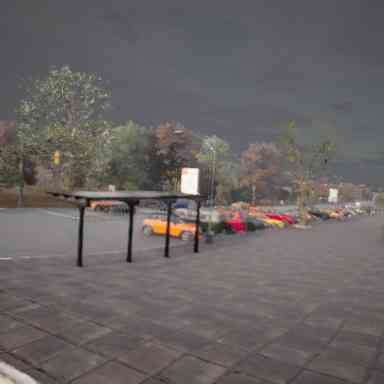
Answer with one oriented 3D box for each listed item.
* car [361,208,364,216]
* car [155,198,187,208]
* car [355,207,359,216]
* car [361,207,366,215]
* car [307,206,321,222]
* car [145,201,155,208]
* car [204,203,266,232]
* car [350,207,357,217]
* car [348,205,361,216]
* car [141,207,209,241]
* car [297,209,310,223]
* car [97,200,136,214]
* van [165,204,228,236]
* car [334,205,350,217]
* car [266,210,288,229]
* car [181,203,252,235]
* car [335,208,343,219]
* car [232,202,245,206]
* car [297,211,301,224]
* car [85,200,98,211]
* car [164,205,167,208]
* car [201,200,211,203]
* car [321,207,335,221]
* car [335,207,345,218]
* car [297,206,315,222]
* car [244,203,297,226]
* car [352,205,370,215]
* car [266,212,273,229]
[{"bbox_3d":[37.152,4.791,78.692,4.674,1.452,2.002,6,2,16],"label":"car"},{"bbox_3d":[-2.216,1.789,47.521,2.150,2.045,5.566,6,1,36],"label":"car"},{"bbox_3d":[33.659,4.584,73.819,4.674,1.452,2.002,6,2,16],"label":"car"},{"bbox_3d":[38.934,4.875,81.135,4.792,1.488,2.163,6,1,16],"label":"car"},{"bbox_3d":[16.171,3.386,49.451,4.553,1.767,2.185,6,1,16],"label":"car"},{"bbox_3d":[-4.955,1.878,48.873,1.994,1.385,4.181,6,2,36],"label":"car"},{"bbox_3d":[3.974,2.656,32.375,5.566,2.045,2.435,6,2,16],"label":"car"},{"bbox_3d":[31.908,4.436,71.386,5.008,1.535,2.097,6,1,16],"label":"car"},{"bbox_3d":[35.449,4.525,76.244,4.553,1.767,2.185,6,2,16],"label":"car"},{"bbox_3d":[-1.436,2.513,25.118,4.553,1.767,2.185,6,2,16],"label":"car"},{"bbox_3d":[12.697,3.337,44.563,4.892,1.521,2.231,6,2,16],"label":"car"},{"bbox_3d":[-8.478,1.823,38.917,1.994,1.385,4.181,6,2,36],"label":"car"},{"bbox_3d":[0.285,2.494,27.550,4.442,1.987,1.878,6,2,16],"label":"van"},{"bbox_3d":[26.668,3.859,64.062,5.566,2.045,2.435,6,2,16],"label":"car"},{"bbox_3d":[7.620,3.091,37.209,5.366,1.575,1.946,6,2,16],"label":"car"},{"bbox_3d":[2.148,2.564,29.949,5.566,2.045,2.435,6,2,16],"label":"car"},{"bbox_3d":[23.358,3.918,59.146,5.366,1.575,1.946,6,1,16],"label":"car"},{"bbox_3d":[9.164,2.635,63.322,1.882,1.535,5.008,6,1,36],"label":"car"},{"bbox_3d":[10.970,3.279,42.129,4.792,1.488,2.163,6,2,16],"label":"car"},{"bbox_3d":[-10.908,1.373,40.632,2.097,1.767,4.553,6,2,36],"label":"car"},{"bbox_3d":[-0.397,2.497,35.055,2.128,1.511,4.902,6,2,36],"label":"car"},{"bbox_3d":[2.047,2.143,58.591,1.882,1.535,5.008,6,1,36],"label":"car"},{"bbox_3d":[19.737,3.455,54.311,5.566,2.045,2.435,6,1,16],"label":"car"},{"bbox_3d":[24.746,3.984,61.677,5.366,1.575,1.946,6,2,16],"label":"car"},{"bbox_3d":[14.482,3.301,46.990,4.553,1.767,2.185,6,2,16],"label":"car"},{"bbox_3d":[9.245,2.914,39.682,5.566,2.045,2.435,6,2,16],"label":"car"},{"bbox_3d":[40.706,4.687,83.564,5.566,2.045,2.435,6,2,16],"label":"car"},{"bbox_3d":[5.678,3.029,34.828,4.674,1.452,2.002,6,2,16],"label":"car"}]
